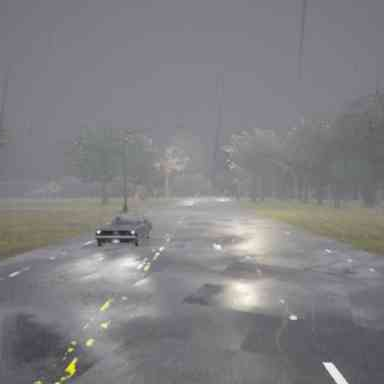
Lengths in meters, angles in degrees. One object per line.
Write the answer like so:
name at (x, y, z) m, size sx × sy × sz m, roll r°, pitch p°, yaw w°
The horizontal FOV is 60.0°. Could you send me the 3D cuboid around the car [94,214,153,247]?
car at (-3.085, 1.755, 15.877) m, size 1.895 × 1.301 × 4.718 m, roll 0°, pitch -1°, yaw 2°
